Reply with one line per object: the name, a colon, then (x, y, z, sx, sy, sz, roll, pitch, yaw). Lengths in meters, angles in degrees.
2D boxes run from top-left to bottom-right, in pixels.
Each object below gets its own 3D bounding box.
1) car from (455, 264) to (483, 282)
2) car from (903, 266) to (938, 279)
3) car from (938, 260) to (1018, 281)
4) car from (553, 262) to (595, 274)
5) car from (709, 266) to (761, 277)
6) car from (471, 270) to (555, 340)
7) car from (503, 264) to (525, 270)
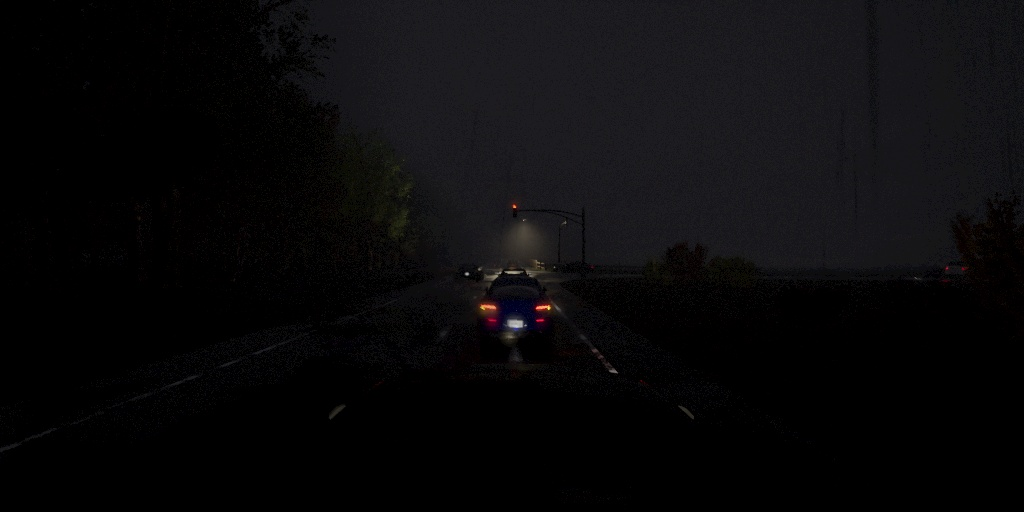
car: (-3.400, 1.320, 29.087, 1.994, 1.385, 4.181, 0, 0, 0)
car: (48.005, 1.878, 40.741, 5.357, 1.411, 2.033, 1, -1, 1)
car: (48.549, 1.498, 37.192, 5.566, 2.045, 2.150, 1, -1, 0)
car: (7.319, 1.419, 42.558, 4.892, 1.490, 1.837, 1, 1, 21)
car: (25.291, 1.631, 40.892, 5.357, 1.411, 2.033, 1, -1, 0)
car: (0.100, 1.278, 9.906, 1.812, 1.442, 4.674, 0, 0, 0)
car: (0.099, 1.318, 18.661, 1.994, 1.385, 4.181, 0, 0, 0)
